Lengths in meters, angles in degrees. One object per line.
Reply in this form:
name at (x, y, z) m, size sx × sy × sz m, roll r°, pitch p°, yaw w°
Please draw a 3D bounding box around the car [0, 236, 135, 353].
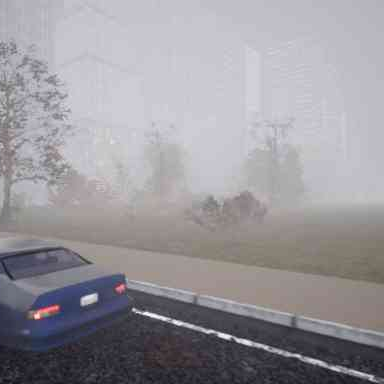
car at (-3.480, 1.562, 6.148) m, size 5.357 × 1.411 × 2.033 m, roll 0°, pitch 0°, yaw 36°
